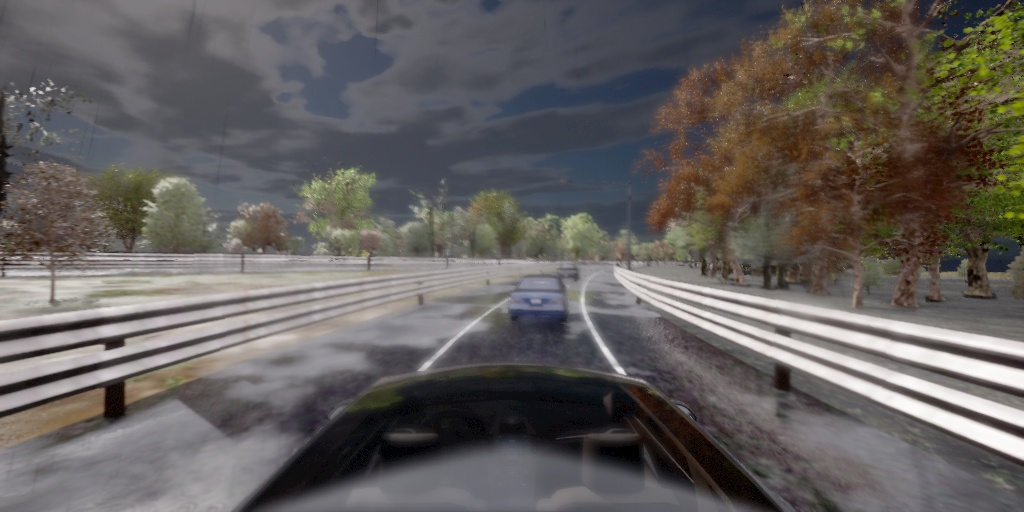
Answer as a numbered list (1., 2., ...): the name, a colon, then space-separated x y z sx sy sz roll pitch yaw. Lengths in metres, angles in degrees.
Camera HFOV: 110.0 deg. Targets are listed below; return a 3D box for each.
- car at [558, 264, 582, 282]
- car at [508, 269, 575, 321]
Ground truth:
1. car: 5.132 1.461 32.122 2.128 1.511 4.902 0 0 14
2. car: 1.066 1.372 12.805 2.033 1.411 5.357 0 0 8
